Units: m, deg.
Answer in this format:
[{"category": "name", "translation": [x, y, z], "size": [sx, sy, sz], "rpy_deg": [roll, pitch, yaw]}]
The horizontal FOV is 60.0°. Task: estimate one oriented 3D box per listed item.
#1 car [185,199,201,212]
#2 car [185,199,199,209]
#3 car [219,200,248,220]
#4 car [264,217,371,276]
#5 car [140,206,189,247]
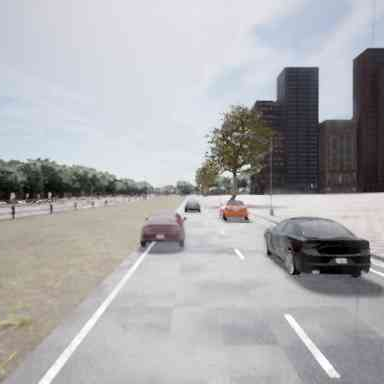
[{"category": "car", "translation": [0.082, 1.763, 41.511], "size": [1.994, 1.385, 4.181], "rpy_deg": [0, 0, 1]}, {"category": "car", "translation": [0.016, 1.788, 51.459], "size": [2.033, 1.411, 5.357], "rpy_deg": [0, 0, 0]}, {"category": "car", "translation": [3.609, 1.484, 29.303], "size": [2.097, 1.767, 4.553], "rpy_deg": [0, 0, 0]}, {"category": "car", "translation": [3.604, 1.517, 10.485], "size": [1.882, 1.535, 5.008], "rpy_deg": [0, 0, 0]}, {"category": "car", "translation": [-1.221, 1.587, 15.253], "size": [1.812, 1.442, 4.674], "rpy_deg": [0, 0, 0]}]
